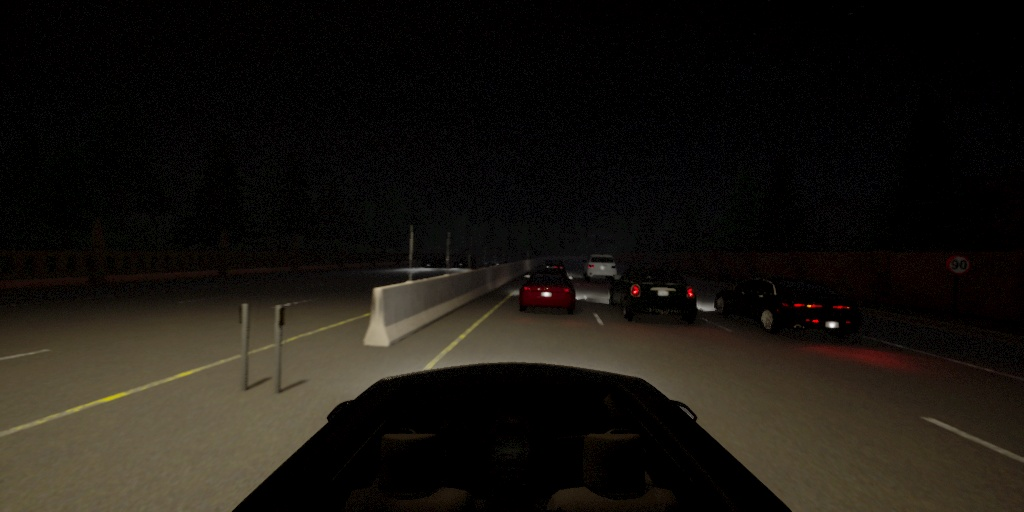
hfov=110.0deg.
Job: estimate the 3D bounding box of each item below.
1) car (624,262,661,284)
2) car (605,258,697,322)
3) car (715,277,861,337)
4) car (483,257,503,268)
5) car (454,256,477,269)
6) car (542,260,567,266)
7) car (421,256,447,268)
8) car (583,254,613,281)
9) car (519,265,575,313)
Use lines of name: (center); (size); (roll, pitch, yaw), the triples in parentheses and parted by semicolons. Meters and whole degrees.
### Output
car: (10.507, 1.284, 29.239); (1.837, 1.490, 4.892); (2, 0, 8)
car: (4.798, 1.129, 12.812); (2.097, 1.767, 4.553); (2, 0, 8)
car: (8.091, 1.392, 11.086); (1.837, 1.490, 4.892); (2, 1, 8)
car: (-2.055, 0.826, 42.203); (1.812, 1.442, 4.674); (2, 0, 8)
car: (-5.478, 0.703, 42.985); (1.837, 1.490, 4.892); (2, 0, 8)
car: (3.528, 1.069, 29.845); (2.128, 1.511, 4.902); (2, 1, 8)
car: (-9.098, 0.701, 42.354); (1.895, 1.301, 4.718); (2, 1, 8)
car: (6.887, 0.905, 28.499); (2.150, 2.045, 5.566); (2, 0, 8)
car: (1.407, 1.235, 13.903); (1.994, 1.385, 4.181); (2, 1, 8)
